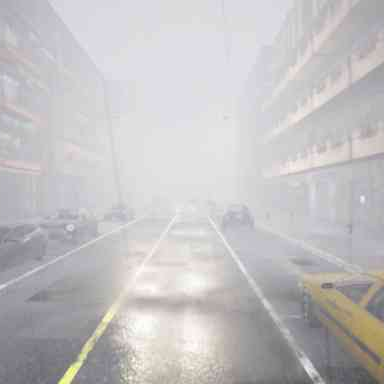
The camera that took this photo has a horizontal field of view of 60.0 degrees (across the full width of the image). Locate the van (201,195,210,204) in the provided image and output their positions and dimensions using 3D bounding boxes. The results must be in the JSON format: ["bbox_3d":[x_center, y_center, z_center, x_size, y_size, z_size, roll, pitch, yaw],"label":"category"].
[{"bbox_3d":[2.697,1.428,66.257,1.690,1.788,3.998,0,0,0],"label":"van"}]

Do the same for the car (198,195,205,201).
[{"bbox_3d":[2.697,1.609,94.581,1.967,1.590,4.097,0,0,0],"label":"car"}]

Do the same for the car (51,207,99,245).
[{"bbox_3d":[-5.683,1.447,15.276,1.967,1.590,4.097,0,0,0],"label":"car"}]

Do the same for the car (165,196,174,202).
[{"bbox_3d":[-5.684,1.684,83.252,2.008,1.369,4.403,0,0,0],"label":"car"}]

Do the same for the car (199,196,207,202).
[{"bbox_3d":[2.696,1.678,83.251,1.887,1.381,4.507,0,0,0],"label":"car"}]

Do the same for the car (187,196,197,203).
[{"bbox_3d":[0.001,1.516,68.979,1.994,1.385,4.181,0,0,0],"label":"car"}]

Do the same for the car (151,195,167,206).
[{"bbox_3d":[-5.684,1.608,54.929,1.887,1.381,4.507,0,0,0],"label":"car"}]

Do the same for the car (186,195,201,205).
[{"bbox_3d":[0.000,1.423,58.878,2.097,1.767,4.553,0,0,0],"label":"car"}]

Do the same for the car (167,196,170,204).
[{"bbox_3d":[-5.682,1.390,60.595,2.192,1.841,5.009,0,0,0],"label":"car"}]

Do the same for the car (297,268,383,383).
[{"bbox_3d":[2.696,1.526,4.119,1.752,1.417,4.829,0,0,0],"label":"car"}]

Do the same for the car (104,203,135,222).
[{"bbox_3d":[-5.684,1.585,26.606,1.947,1.339,4.313,0,0,0],"label":"car"}]

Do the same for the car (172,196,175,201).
[{"bbox_3d":[-5.684,1.557,77.587,1.967,1.590,4.097,0,0,0],"label":"car"}]

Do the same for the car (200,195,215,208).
[{"bbox_3d":[2.696,1.603,49.264,2.008,1.369,4.403,0,0,0],"label":"car"}]

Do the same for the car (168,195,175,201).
[{"bbox_3d":[-5.684,1.694,94.411,1.752,1.417,4.829,0,0,0],"label":"car"}]

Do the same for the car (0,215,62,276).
[{"bbox_3d":[-5.684,1.570,9.614,1.947,1.339,4.313,0,0,0],"label":"car"}]

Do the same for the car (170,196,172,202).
[{"bbox_3d":[-5.684,1.653,66.257,1.947,1.339,4.313,0,0,0],"label":"car"}]

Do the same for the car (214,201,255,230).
[{"bbox_3d":[2.697,1.452,20.941,1.967,1.590,4.097,0,0,0],"label":"car"}]
